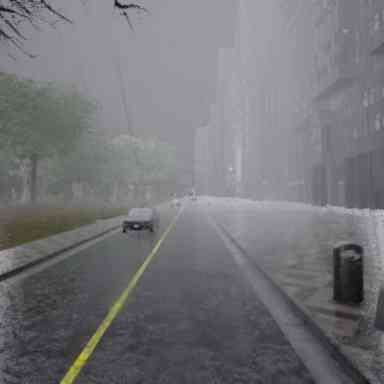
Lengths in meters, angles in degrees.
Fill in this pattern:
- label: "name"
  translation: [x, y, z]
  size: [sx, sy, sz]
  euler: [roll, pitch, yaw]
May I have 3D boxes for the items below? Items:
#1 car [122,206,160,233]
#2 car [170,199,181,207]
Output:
- label: "car"
  translation: [-3.116, 1.663, 21.101]
  size: [1.882, 1.535, 5.008]
  euler: [0, 0, 0]
- label: "car"
  translation: [-3.071, 2.107, 62.379]
  size: [1.812, 1.442, 4.674]
  euler: [0, -1, 1]
